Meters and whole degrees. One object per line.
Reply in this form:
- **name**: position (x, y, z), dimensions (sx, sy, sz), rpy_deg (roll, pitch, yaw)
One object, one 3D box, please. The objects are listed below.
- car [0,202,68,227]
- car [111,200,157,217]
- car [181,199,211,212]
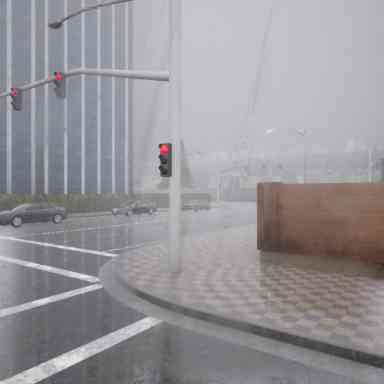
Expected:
- **car**: position (-11.024, 1.505, 22.952), dimensions (1.837, 1.490, 4.892), rpy_deg (0, 0, 35)
- **car**: position (-5.313, 1.492, 30.980), dimensions (2.128, 1.511, 4.902), rpy_deg (0, 0, 35)
- **car**: position (0.465, 1.564, 39.084), dimensions (1.994, 1.385, 4.181), rpy_deg (0, 0, 35)
